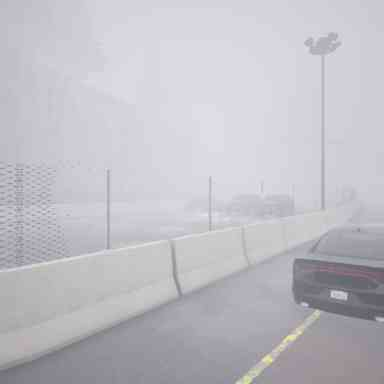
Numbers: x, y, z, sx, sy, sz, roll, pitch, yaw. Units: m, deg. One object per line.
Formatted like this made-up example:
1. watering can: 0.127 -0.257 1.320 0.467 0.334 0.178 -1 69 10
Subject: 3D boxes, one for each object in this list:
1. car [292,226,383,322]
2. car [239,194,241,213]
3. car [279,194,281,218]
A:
1. car: 3.797 1.478 7.248 1.882 1.535 5.008 0 0 37
2. car: 5.160 1.221 33.111 2.150 2.045 5.566 0 0 29
3. car: 7.705 1.221 30.514 2.150 2.045 5.566 0 0 30
